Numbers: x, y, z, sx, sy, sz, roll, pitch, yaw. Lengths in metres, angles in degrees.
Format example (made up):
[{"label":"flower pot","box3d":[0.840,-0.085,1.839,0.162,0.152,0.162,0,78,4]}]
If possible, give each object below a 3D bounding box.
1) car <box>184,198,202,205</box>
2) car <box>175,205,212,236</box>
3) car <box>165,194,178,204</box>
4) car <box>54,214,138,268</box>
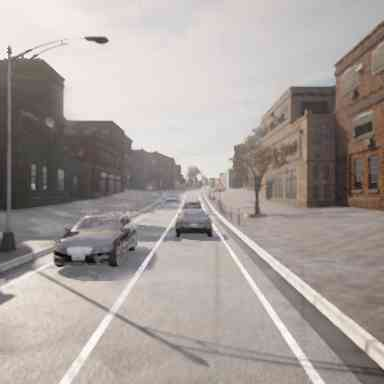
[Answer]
[{"label":"car","box3d":[0.099,1.450,36.521,2.128,1.511,4.902,0,1,0]},{"label":"car","box3d":[0.101,1.635,18.867,1.994,1.385,4.181,0,0,0]},{"label":"car","box3d":[-3.072,1.009,51.678,2.033,1.411,5.357,0,3,0]},{"label":"car","box3d":[-3.100,1.533,11.543,2.128,1.511,4.902,0,0,0]}]
